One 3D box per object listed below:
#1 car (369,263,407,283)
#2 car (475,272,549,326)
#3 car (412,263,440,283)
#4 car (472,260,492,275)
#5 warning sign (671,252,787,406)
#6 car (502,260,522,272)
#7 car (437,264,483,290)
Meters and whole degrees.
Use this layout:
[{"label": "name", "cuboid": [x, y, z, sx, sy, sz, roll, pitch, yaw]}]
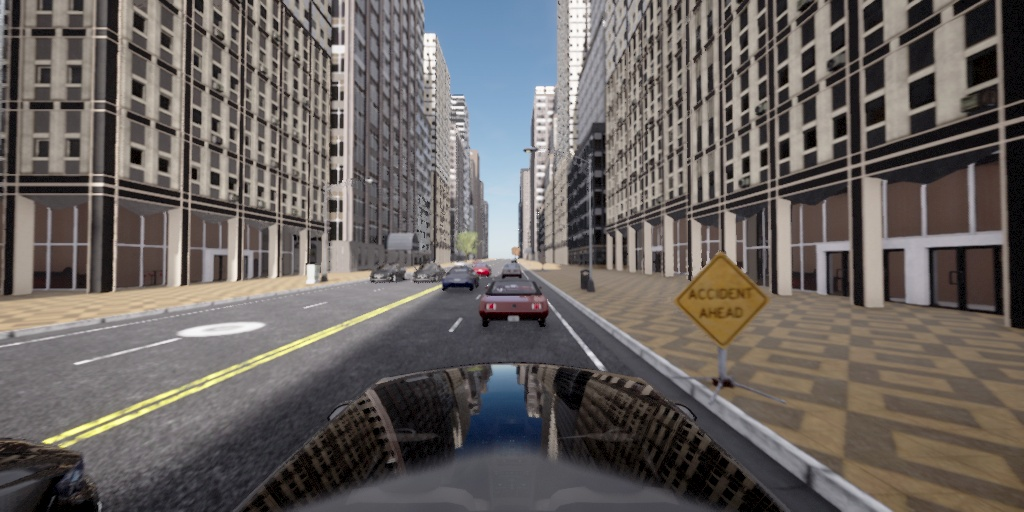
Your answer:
[{"label": "car", "cuboid": [-9.929, 1.350, 29.103, 1.837, 1.490, 4.892, 0, 0, 0]}, {"label": "car", "cuboid": [0.056, 1.384, 11.763, 1.895, 1.301, 4.718, 0, 0, 0]}, {"label": "car", "cuboid": [-6.680, 1.350, 29.117, 1.837, 1.490, 4.892, 0, 0, 0]}, {"label": "car", "cuboid": [-3.261, 1.443, 38.822, 1.994, 1.385, 4.181, 0, 0, 0]}, {"label": "warning sign", "cuboid": [2.844, 0.875, 4.836, 1.300, 1.860, 1.060, 0, 0, 0]}, {"label": "car", "cuboid": [0.003, 1.408, 33.982, 2.033, 1.411, 5.357, 0, 0, 0]}, {"label": "car", "cuboid": [-3.214, 1.387, 23.034, 1.994, 1.385, 4.181, 0, 0, 0]}]
